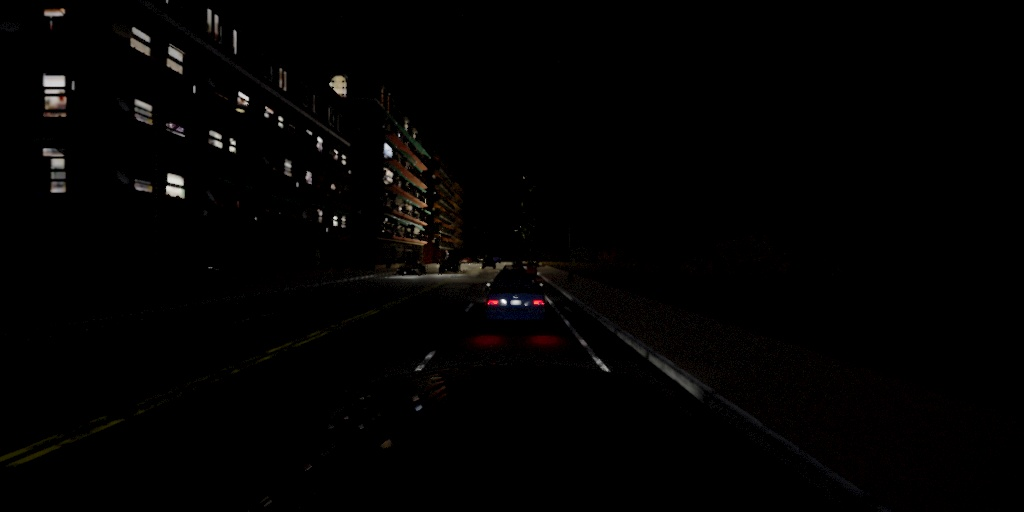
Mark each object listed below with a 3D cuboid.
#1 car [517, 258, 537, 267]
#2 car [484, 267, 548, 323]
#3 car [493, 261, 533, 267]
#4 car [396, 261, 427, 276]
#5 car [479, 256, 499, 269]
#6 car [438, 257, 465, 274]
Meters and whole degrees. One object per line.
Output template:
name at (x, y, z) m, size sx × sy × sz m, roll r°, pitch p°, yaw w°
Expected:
car at (1.128, 0.984, 32.359) m, size 2.097 × 1.767 × 4.553 m, roll 0°, pitch 0°, yaw 0°
car at (0.099, 1.259, 11.919) m, size 2.033 × 1.411 × 5.357 m, roll 0°, pitch 0°, yaw 0°
car at (0.088, 1.235, 22.514) m, size 1.994 × 1.385 × 4.181 m, roll 0°, pitch 0°, yaw 0°
car at (-9.857, 1.168, 35.721) m, size 2.033 × 1.411 × 5.357 m, roll 0°, pitch 0°, yaw 0°
car at (-3.245, 1.064, 50.982) m, size 1.837 × 1.490 × 4.892 m, roll 0°, pitch 0°, yaw 0°
car at (-6.602, 1.115, 38.341) m, size 1.837 × 1.490 × 4.892 m, roll 0°, pitch 0°, yaw 0°
